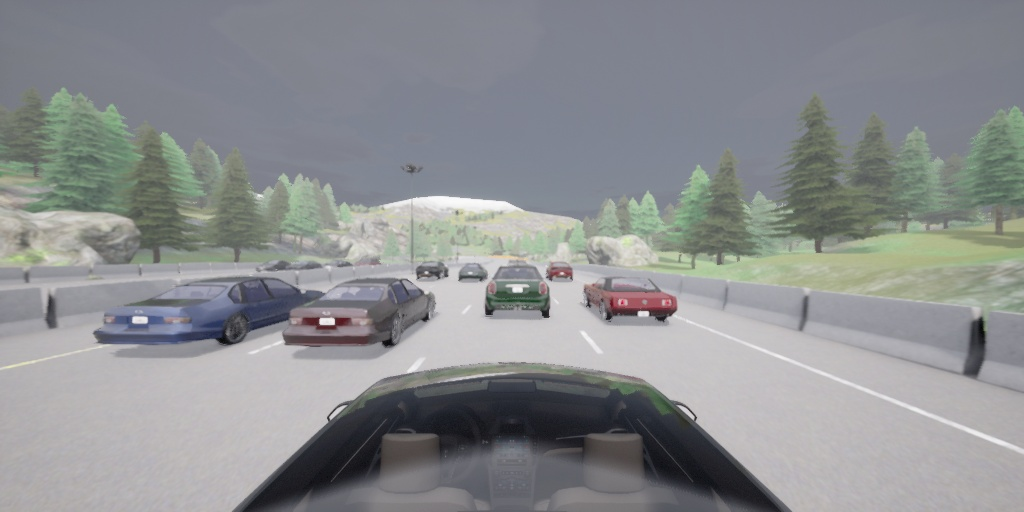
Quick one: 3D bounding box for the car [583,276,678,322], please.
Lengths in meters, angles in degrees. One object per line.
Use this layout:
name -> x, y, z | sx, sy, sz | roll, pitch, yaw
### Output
car -> 3.689, 1.317, 12.167 | 1.895, 1.301, 4.718 | 0, 0, 1

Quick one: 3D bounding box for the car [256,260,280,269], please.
car -> -27.628, 1.169, 41.939 | 1.812, 1.442, 4.674 | 0, -1, 1

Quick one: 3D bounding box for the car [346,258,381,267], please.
car -> -17.132, 1.051, 42.267 | 2.097, 1.767, 4.553 | 0, 0, 1

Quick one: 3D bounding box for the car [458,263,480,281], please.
car -> -3.115, 1.252, 29.030 | 1.994, 1.385, 4.181 | 0, 0, 1

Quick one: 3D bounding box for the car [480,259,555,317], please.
car -> 0.201, 1.048, 13.144 | 2.097, 1.767, 4.553 | 0, 0, 1

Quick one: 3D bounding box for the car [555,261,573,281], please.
car -> 3.900, 1.206, 30.119 | 1.882, 1.535, 5.008 | 0, 0, 1

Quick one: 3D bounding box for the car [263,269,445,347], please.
car -> -3.361, 1.240, 9.108 | 2.033, 1.411, 5.357 | 0, 0, 1

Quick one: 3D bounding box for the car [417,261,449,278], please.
car -> -6.599, 1.153, 30.244 | 1.882, 1.535, 5.008 | 0, 0, 1

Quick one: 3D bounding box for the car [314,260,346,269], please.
car -> -20.631, 1.176, 42.393 | 2.128, 1.511, 4.902 | 0, -1, 1

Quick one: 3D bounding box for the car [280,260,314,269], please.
car -> -24.131, 1.211, 42.088 | 2.033, 1.411, 5.357 | 0, -1, 1

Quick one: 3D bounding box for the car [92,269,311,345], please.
car -> -6.861, 1.222, 9.163 | 2.033, 1.411, 5.357 | 0, 0, 1
